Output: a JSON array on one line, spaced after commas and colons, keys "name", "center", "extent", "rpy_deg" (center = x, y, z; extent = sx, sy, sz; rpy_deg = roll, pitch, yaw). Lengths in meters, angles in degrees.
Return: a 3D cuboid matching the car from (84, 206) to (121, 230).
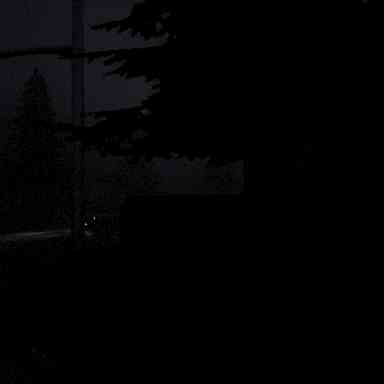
[{"name": "car", "center": [-4.971, 1.585, 21.363], "extent": [1.895, 1.301, 4.718], "rpy_deg": [0, 0, 36]}]
